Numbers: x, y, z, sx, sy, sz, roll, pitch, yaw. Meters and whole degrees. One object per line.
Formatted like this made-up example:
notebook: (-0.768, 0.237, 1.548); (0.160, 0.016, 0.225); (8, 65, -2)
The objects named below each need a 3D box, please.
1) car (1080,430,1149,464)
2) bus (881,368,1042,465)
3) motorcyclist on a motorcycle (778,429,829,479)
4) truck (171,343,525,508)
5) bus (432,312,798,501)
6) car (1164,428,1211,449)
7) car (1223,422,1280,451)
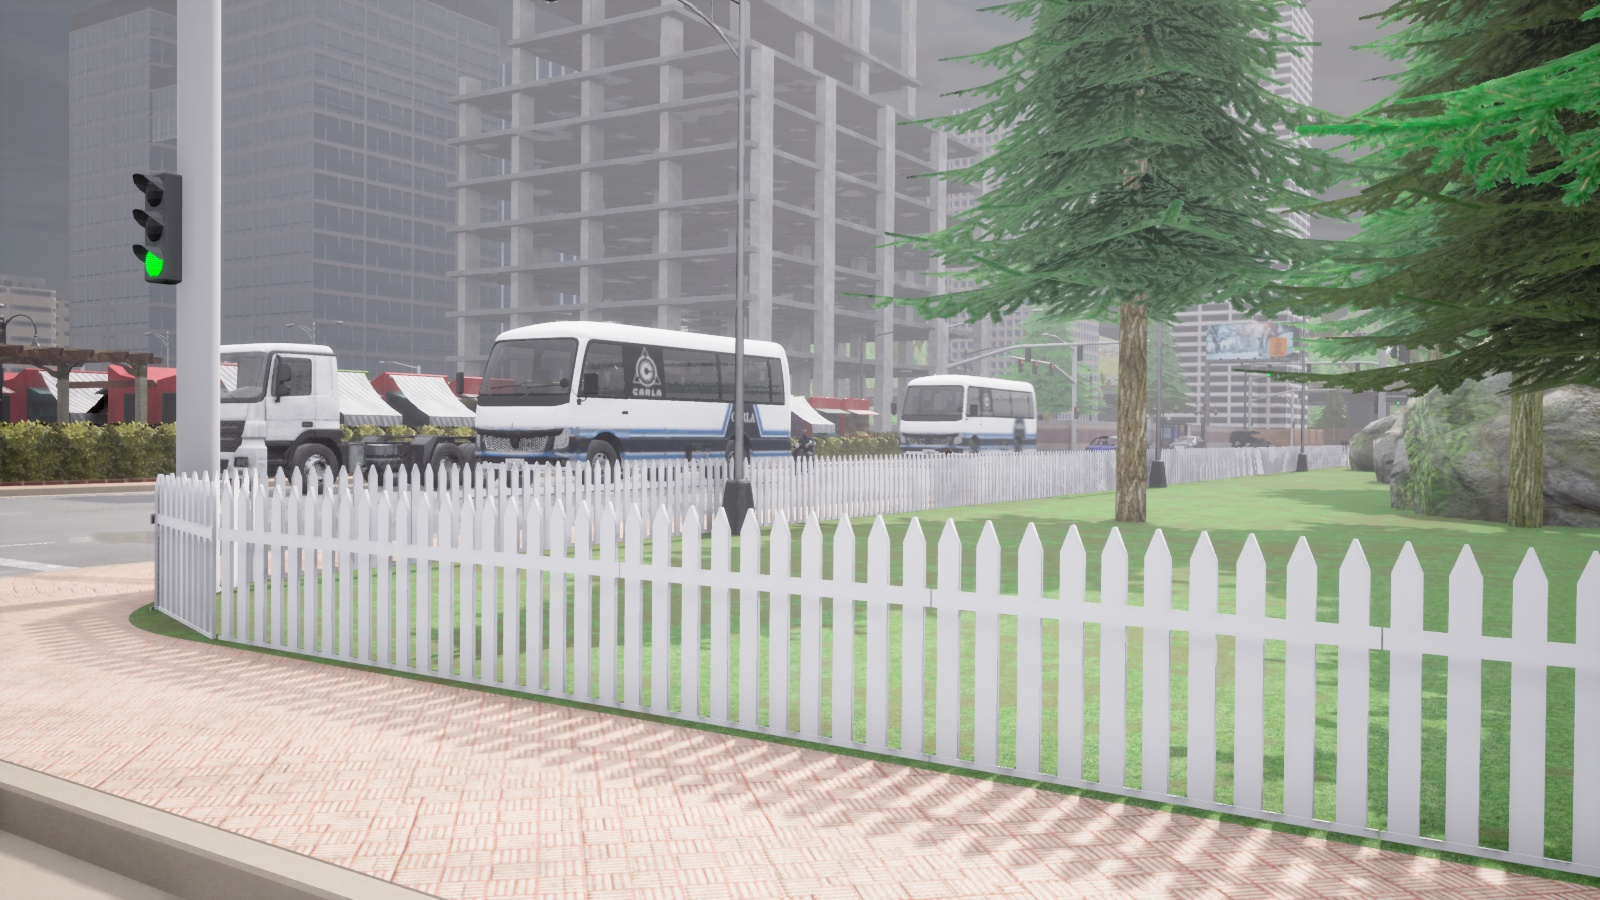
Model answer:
car: (14.340, -0.164, 57.044); (1.816, 1.474, 4.193); (0, 1, 32)
bus: (7.975, -1.540, 60.245); (3.944, 4.253, 10.273); (0, 1, 30)
motorcyclist on a motorcycle: (0.136, 0.121, 41.217); (0.866, 1.590, 1.817); (0, 1, 30)
truck: (-10.611, -0.571, 30.501); (2.891, 3.462, 7.936); (0, 1, 32)
bus: (-4.467, -1.065, 33.699); (3.944, 4.253, 10.273); (0, 1, 32)
car: (28.794, -0.845, 93.194); (2.128, 1.511, 4.902); (0, 1, 32)
car: (29.600, -0.890, 82.352); (3.866, 1.878, 1.905); (-1, 1, -42)
